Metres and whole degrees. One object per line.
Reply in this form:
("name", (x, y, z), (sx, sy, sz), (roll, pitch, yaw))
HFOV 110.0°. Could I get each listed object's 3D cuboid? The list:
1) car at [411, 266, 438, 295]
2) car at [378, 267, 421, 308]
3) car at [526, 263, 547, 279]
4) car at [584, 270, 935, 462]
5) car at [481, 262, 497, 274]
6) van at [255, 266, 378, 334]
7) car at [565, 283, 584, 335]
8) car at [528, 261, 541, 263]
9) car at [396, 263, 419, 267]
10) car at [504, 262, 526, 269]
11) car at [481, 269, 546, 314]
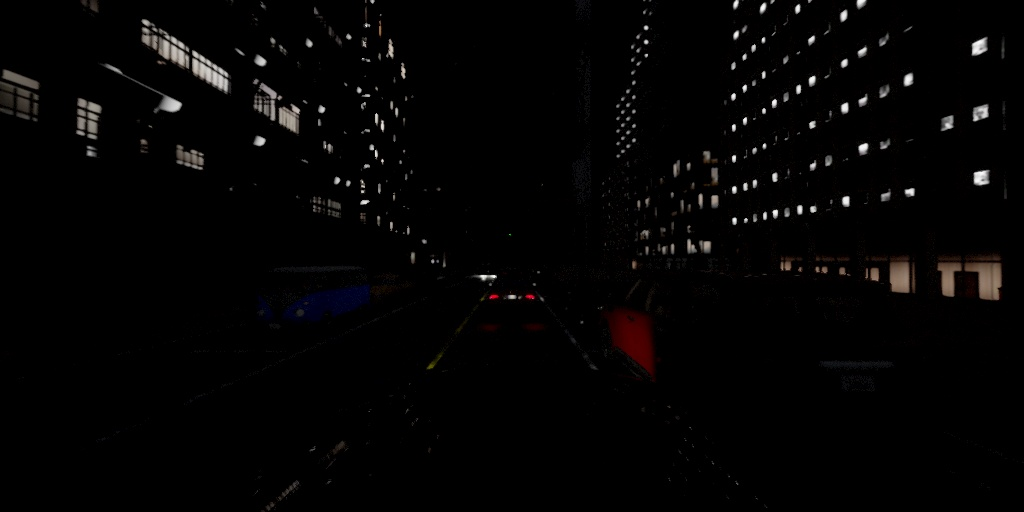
("car", (-5.683, 1.523, 21.739), (1.948, 1.339, 4.313), (0, 0, 0))
("car", (-5.685, 1.424, 16.047), (1.751, 1.417, 4.829), (0, 0, 0))
("car", (2.702, 1.703, 38.304), (1.948, 1.339, 4.313), (0, 0, 0))
("car", (2.693, 1.100, 5.170), (2.192, 1.841, 5.009), (0, 0, 0))
("car", (-3.006, 1.801, 47.397), (1.994, 1.385, 4.181), (0, -1, 0))
("van", (-5.687, 1.182, 10.694), (1.690, 1.789, 3.998), (0, 0, 0))
("car", (2.695, 1.407, 10.691), (1.948, 1.339, 4.313), (0, 0, 0))
("car", (2.704, 1.512, 43.827), (2.192, 1.841, 5.009), (0, 0, 0))
("car", (-16.419, 1.682, 56.805), (4.403, 1.370, 2.007), (0, 0, -1))
("car", (0.038, 1.535, 31.108), (1.882, 1.535, 5.008), (0, 0, 1))
("car", (0.014, 1.427, 14.363), (2.033, 1.411, 5.357), (0, -1, 0))
